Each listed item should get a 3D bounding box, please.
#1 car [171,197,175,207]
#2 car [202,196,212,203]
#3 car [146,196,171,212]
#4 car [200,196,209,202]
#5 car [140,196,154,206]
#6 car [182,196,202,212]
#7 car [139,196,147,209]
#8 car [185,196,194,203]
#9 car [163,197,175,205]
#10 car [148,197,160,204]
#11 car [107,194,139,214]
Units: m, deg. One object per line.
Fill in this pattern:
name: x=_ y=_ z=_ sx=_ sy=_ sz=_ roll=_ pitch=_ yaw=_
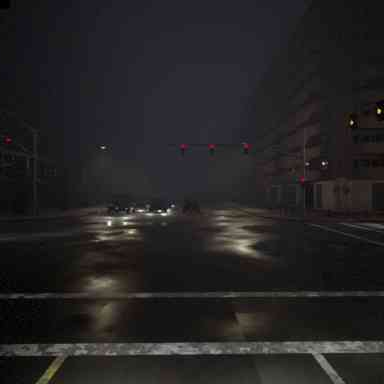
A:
car: x=-3.902 y=1.491 z=48.115 sx=2.128 sy=1.511 sz=4.902 roll=0 pitch=0 yaw=0
car: x=3.046 y=1.564 z=68.447 sx=1.994 sy=1.385 sz=4.181 roll=0 pitch=0 yaw=0
car: x=-3.839 y=1.478 z=38.627 sx=1.882 sy=1.535 sz=5.008 roll=0 pitch=0 yaw=0
car: x=2.979 y=1.591 z=78.391 sx=1.895 sy=1.301 sz=4.718 roll=0 pitch=0 yaw=0
car: x=-7.447 y=1.505 z=55.388 sx=1.837 sy=1.490 sz=4.892 roll=0 pitch=0 yaw=0
car: x=-0.125 y=1.525 z=38.064 sx=1.812 sy=1.442 sz=4.674 roll=0 pitch=0 yaw=-1
car: x=-7.386 y=1.477 z=45.076 sx=1.882 sy=1.535 sz=5.008 roll=0 pitch=0 yaw=0
car: x=-0.451 y=1.525 z=68.035 sx=1.812 sy=1.442 sz=4.674 roll=0 pitch=0 yaw=0
car: x=-3.961 y=1.564 z=58.130 sx=1.994 sy=1.385 sz=4.181 roll=0 pitch=0 yaw=-1
car: x=-7.469 y=1.601 z=65.887 sx=1.895 sy=1.301 sz=4.718 roll=0 pitch=0 yaw=0
car: x=-7.317 y=1.221 z=35.073 sx=2.150 sy=2.045 sz=5.566 roll=0 pitch=0 yaw=0
